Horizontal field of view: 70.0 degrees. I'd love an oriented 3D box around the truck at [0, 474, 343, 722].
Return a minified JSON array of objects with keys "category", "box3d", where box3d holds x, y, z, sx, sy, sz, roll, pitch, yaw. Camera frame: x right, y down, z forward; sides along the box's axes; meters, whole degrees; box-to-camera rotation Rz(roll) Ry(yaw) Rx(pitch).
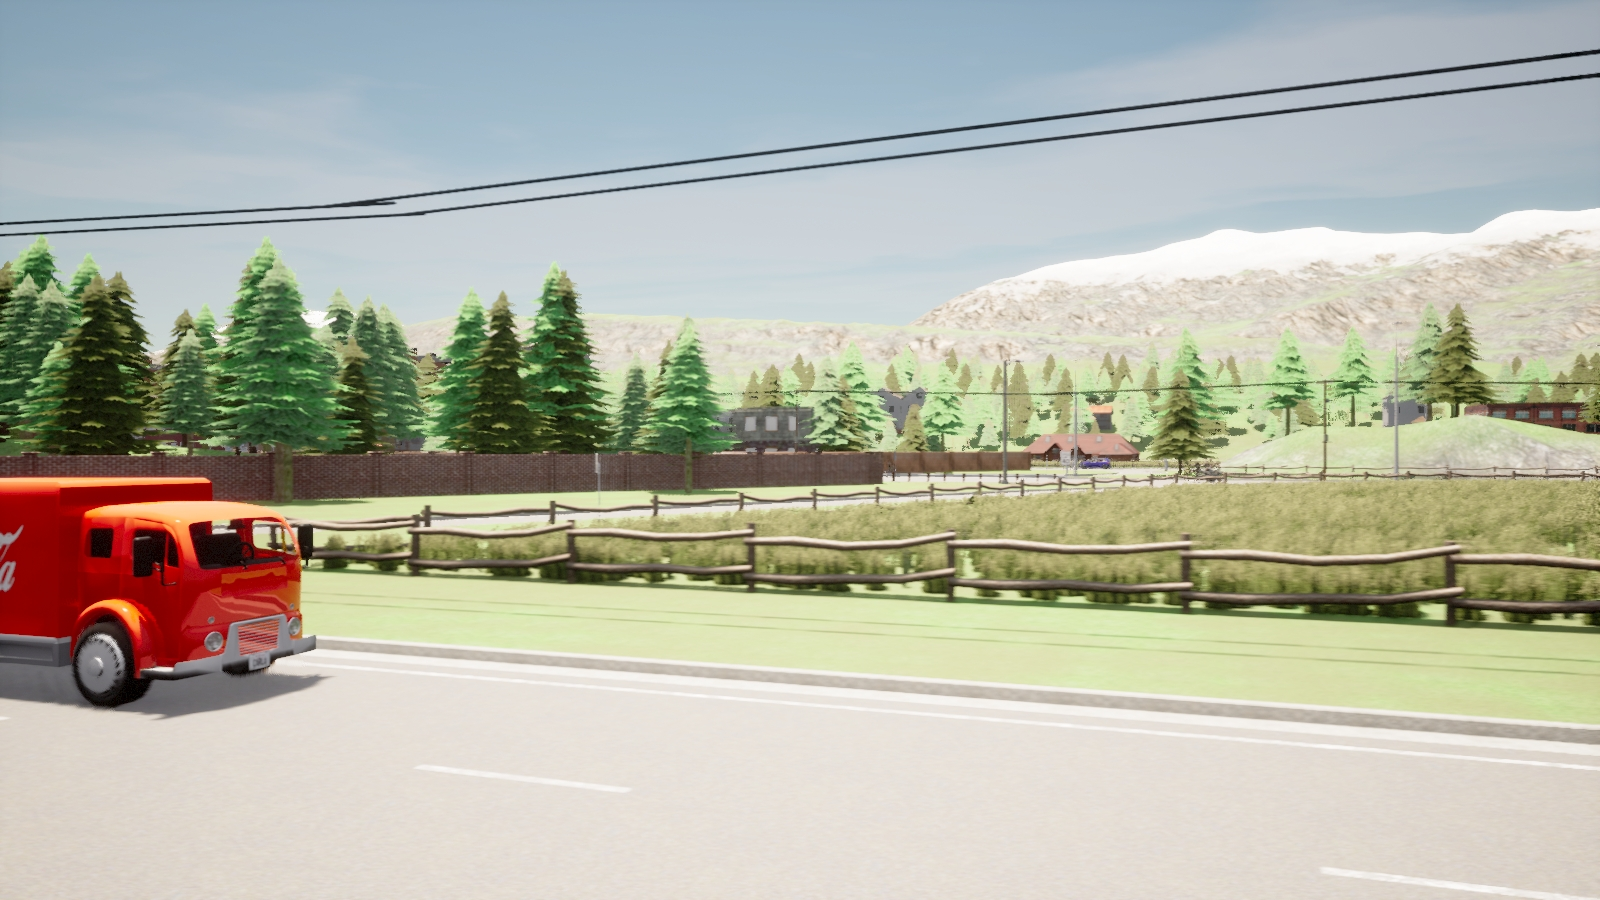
[{"category":"truck","box3d":[-8.585,1.568,13.872,5.204,2.467,2.627,0,0,20]}]
